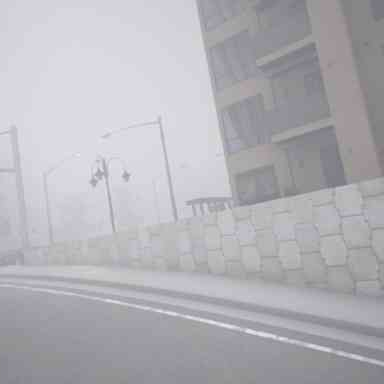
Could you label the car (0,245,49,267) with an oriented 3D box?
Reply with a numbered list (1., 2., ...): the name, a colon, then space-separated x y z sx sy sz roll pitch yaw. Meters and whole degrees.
1. car: -14.632 5.680 29.944 1.837 1.490 4.892 -15 -8 35
